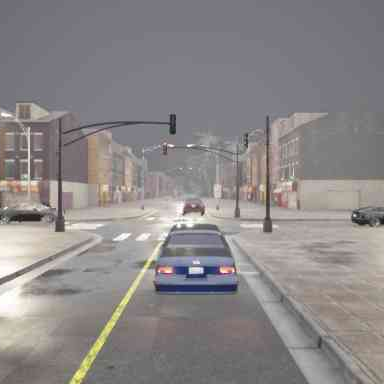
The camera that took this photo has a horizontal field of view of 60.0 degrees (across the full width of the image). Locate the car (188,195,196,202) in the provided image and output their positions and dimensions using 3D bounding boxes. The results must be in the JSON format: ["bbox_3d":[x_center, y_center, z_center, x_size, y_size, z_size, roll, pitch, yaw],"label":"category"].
[{"bbox_3d":[0.002,1.548,75.819,1.882,1.535,5.008,0,0,0],"label":"car"}]

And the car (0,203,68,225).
[{"bbox_3d":[-11.382,1.529,23.564,4.902,1.511,2.128,0,0,0],"label":"car"}]

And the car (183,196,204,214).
[{"bbox_3d":[0.177,1.370,33.943,2.097,1.767,4.553,0,0,1],"label":"car"}]

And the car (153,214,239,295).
[{"bbox_3d":[0.080,1.549,8.885,2.033,1.411,5.357,0,0,0],"label":"car"}]

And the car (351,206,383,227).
[{"bbox_3d":[12.351,1.522,21.002,4.313,1.339,1.947,0,0,0],"label":"car"}]
